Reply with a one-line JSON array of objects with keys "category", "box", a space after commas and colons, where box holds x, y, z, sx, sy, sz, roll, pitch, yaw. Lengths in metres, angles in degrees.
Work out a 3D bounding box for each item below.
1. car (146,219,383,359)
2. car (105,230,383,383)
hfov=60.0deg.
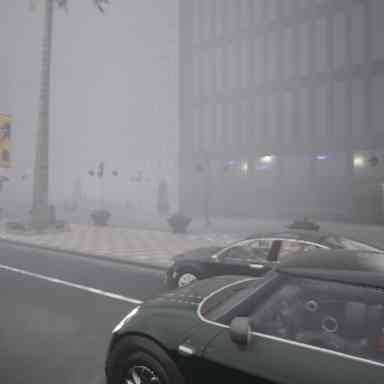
[{"category": "car", "box": [1.664, 1.484, 6.473, 4.892, 1.521, 2.231, 0, 0, 35]}, {"category": "car", "box": [1.295, 1.353, 3.066, 4.553, 1.767, 2.097, 0, 0, 36]}]
